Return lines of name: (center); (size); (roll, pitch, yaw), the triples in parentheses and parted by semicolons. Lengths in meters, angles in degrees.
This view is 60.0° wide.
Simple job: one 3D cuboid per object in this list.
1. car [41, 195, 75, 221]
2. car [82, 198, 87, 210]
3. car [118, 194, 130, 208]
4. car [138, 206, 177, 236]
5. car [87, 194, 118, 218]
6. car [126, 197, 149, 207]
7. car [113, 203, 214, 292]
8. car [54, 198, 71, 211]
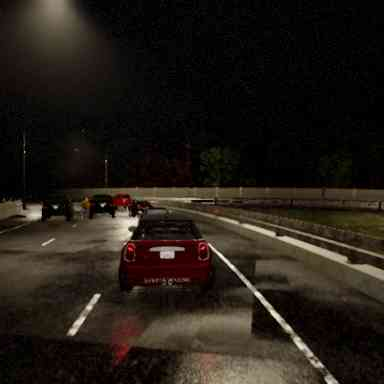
car: (-11.071, 1.247, 27.654); (2.150, 2.045, 5.566); (0, 0, -17)
car: (-13.479, 1.513, 44.166); (1.882, 1.535, 5.008); (0, 0, -24)
car: (-9.389, 1.253, 43.627); (2.150, 2.045, 5.566); (0, 0, -22)
car: (-2.115, 1.577, 19.303); (1.994, 1.385, 4.181); (0, 0, -10)
car: (-8.322, 1.247, 30.721); (2.150, 2.045, 5.566); (0, 0, -16)
car: (-4.789, 1.527, 30.877); (1.837, 1.490, 4.892); (0, 0, -16)
car: (-0.706, 1.357, 9.184); (2.097, 1.767, 4.553); (0, 0, -5)
car: (-16.827, 1.541, 43.086); (1.837, 1.490, 4.892); (0, 0, -24)
